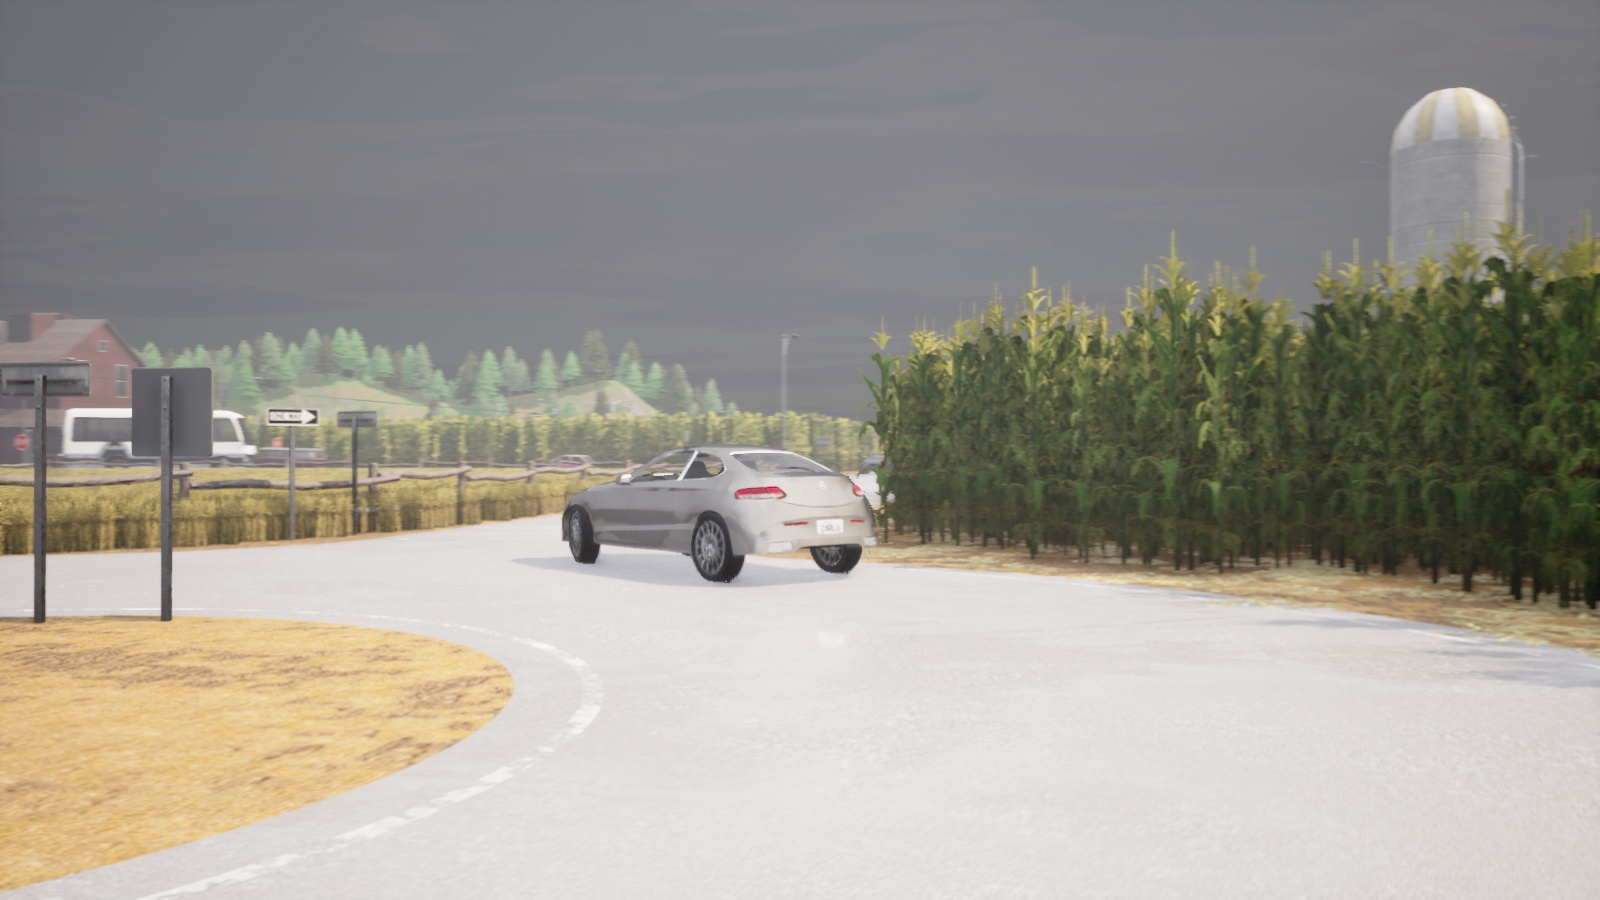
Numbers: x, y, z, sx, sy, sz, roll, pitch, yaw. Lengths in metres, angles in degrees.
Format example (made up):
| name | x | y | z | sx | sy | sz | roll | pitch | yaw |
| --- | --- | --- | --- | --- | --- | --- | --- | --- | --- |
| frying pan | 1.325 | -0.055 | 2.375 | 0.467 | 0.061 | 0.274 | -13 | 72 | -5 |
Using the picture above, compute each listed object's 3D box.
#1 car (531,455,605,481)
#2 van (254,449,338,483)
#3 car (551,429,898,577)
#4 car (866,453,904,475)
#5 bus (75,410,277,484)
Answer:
| name | x | y | z | sx | sy | sz | roll | pitch | yaw |
| --- | --- | --- | --- | --- | --- | --- | --- | --- | --- |
| car | -13.610 | 1.036 | 73.789 | 3.806 | 1.475 | 1.970 | -1 | 0 | 10 |
| van | -30.848 | 0.950 | 76.890 | 4.442 | 1.987 | 1.775 | 1 | 0 | 10 |
| car | -1.187 | 0.599 | 16.648 | 2.152 | 1.651 | 5.027 | 0 | 0 | -37 |
| car | 5.596 | 0.882 | 82.198 | 1.994 | 1.385 | 4.181 | 0 | 0 | 10 |
| bus | -37.238 | -0.190 | 75.448 | 10.273 | 4.253 | 3.944 | 0 | 0 | -15 |
